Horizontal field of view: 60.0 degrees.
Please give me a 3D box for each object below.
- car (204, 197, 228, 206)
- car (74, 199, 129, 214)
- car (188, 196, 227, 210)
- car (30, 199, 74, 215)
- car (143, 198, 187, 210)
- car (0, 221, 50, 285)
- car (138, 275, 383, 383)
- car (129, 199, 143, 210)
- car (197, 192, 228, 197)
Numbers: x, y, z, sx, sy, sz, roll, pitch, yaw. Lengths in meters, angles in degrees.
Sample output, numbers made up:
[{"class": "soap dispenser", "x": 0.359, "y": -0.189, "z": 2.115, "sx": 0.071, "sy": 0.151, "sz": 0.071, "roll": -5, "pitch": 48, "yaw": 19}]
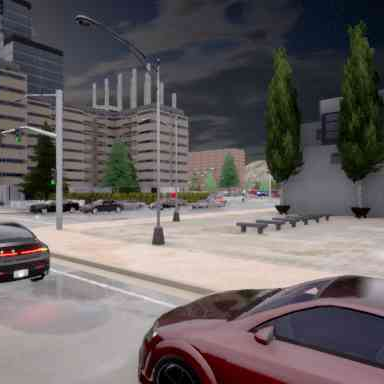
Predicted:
[{"class": "car", "x": 4.072, "y": 1.564, "z": 56.426, "sx": 1.994, "sy": 1.385, "sz": 4.181, "roll": 0, "pitch": 0, "yaw": 41}, {"class": "car", "x": -9.446, "y": 1.504, "z": 35.102, "sx": 1.837, "sy": 1.490, "sz": 4.892, "roll": 0, "pitch": 0, "yaw": 40}, {"class": "car", "x": 2.070, "y": 1.600, "z": 42.976, "sx": 1.895, "sy": 1.301, "sz": 4.718, "roll": 0, "pitch": 0, "yaw": 40}, {"class": "car", "x": -14.302, "y": 1.477, "z": 34.783, "sx": 1.882, "sy": 1.535, "sz": 5.008, "roll": 0, "pitch": 0, "yaw": 40}, {"class": "car", "x": -3.365, "y": 1.491, "z": 42.281, "sx": 2.128, "sy": 1.511, "sz": 4.902, "roll": 0, "pitch": 0, "yaw": 40}, {"class": "car", "x": -5.535, "y": 1.505, "z": 8.714, "sx": 4.892, "sy": 1.490, "sz": 1.837, "roll": 0, "pitch": 0, "yaw": 40}, {"class": "car", "x": 1.446, "y": 1.564, "z": 3.208, "sx": 4.181, "sy": 1.385, "sz": 1.994, "roll": 0, "pitch": 0, "yaw": 37}, {"class": "car", "x": -8.268, "y": 1.600, "z": 41.909, "sx": 1.895, "sy": 1.301, "sz": 4.718, "roll": 0, "pitch": 0, "yaw": 40}, {"class": "car", "x": 3.035, "y": 1.352, "z": 49.817, "sx": 2.097, "sy": 1.767, "sz": 4.553, "roll": 0, "pitch": 0, "yaw": 40}]
